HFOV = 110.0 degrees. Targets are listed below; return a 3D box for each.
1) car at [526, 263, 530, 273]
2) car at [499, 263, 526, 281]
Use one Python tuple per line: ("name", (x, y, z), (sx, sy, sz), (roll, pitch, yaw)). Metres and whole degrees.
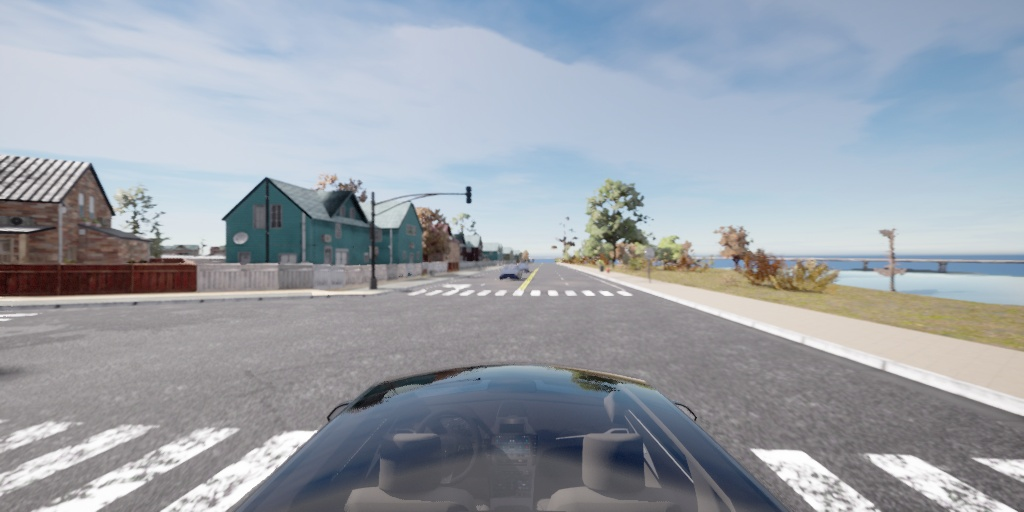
("car", (1.570, 1.713, 51.657), (2.033, 1.411, 5.357), (0, -1, 5))
("car", (-0.066, 1.566, 33.910), (2.033, 1.411, 5.357), (0, 0, 5))
